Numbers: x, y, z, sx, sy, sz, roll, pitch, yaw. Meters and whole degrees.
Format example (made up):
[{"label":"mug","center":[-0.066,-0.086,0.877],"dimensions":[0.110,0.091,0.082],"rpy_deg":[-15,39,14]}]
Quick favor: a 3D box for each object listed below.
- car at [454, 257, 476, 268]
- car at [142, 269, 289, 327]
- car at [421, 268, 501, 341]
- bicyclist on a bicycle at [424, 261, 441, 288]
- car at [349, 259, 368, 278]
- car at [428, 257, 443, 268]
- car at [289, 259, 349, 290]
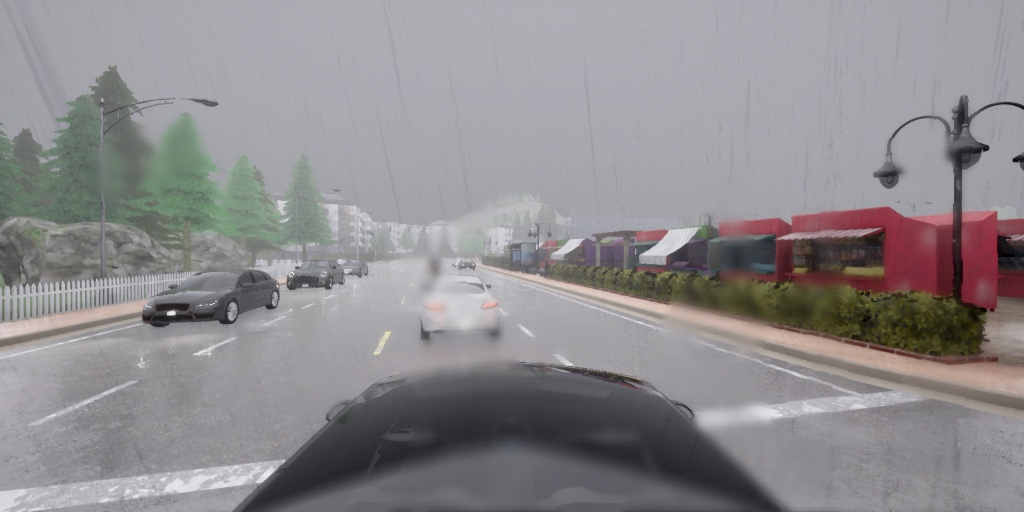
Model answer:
[{"label":"car","center":[-5.587,1.046,43.729],"dimensions":[1.895,1.301,4.718],"rpy_deg":[0,0,-13]},{"label":"car","center":[-9.179,1.190,11.457],"dimensions":[1.837,1.490,4.892],"rpy_deg":[0,0,-13]},{"label":"car","center":[-1.468,1.225,9.737],"dimensions":[1.812,1.442,4.674],"rpy_deg":[0,0,-12]},{"label":"bicyclist on a bicycle","center":[-4.293,1.078,19.589],"dimensions":[0.582,1.620,1.656],"rpy_deg":[0,1,25]},{"label":"car","center":[-13.564,1.032,30.683],"dimensions":[2.128,1.511,4.902],"rpy_deg":[0,0,-13]},{"label":"car","center":[-10.814,0.897,50.793],"dimensions":[1.837,1.490,4.892],"rpy_deg":[0,0,-13]},{"label":"car","center":[-11.374,0.965,21.059],"dimensions":[2.097,1.767,4.553],"rpy_deg":[0,0,-13]}]
